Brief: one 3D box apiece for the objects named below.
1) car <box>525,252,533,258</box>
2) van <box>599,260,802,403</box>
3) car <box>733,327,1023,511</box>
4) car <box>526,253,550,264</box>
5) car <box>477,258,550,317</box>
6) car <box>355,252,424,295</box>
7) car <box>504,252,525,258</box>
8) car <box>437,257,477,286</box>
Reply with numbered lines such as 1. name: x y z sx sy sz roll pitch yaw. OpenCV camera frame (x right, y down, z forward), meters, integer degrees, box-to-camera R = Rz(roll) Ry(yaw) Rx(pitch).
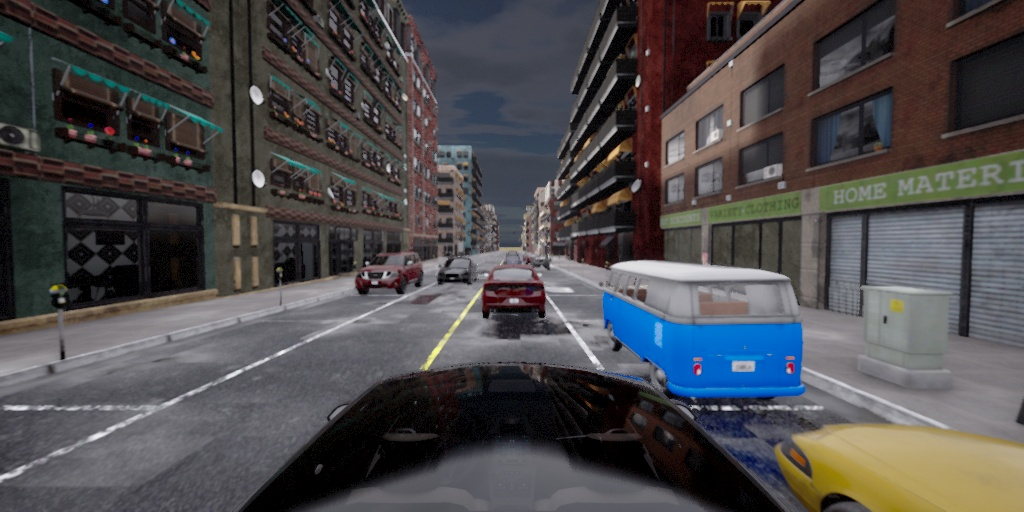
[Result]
1. car: 2.697 0.396 45.800 1.888 1.381 4.507 0 0 0
2. van: 2.690 1.002 6.015 1.690 1.789 3.998 0 0 0
3. car: 2.689 1.304 0.502 1.751 1.417 4.829 0 0 0
4. car: 2.695 0.631 34.432 2.007 1.370 4.403 0 0 0
5. car: 0.038 1.011 12.191 1.882 1.535 5.008 0 1 0
6. car: -5.689 0.742 17.387 2.192 1.841 5.009 0 0 0
7. car: 0.107 0.537 39.769 1.994 1.385 4.181 0 1 0
8. car: -3.089 0.859 20.978 1.837 1.490 4.892 0 1 0
